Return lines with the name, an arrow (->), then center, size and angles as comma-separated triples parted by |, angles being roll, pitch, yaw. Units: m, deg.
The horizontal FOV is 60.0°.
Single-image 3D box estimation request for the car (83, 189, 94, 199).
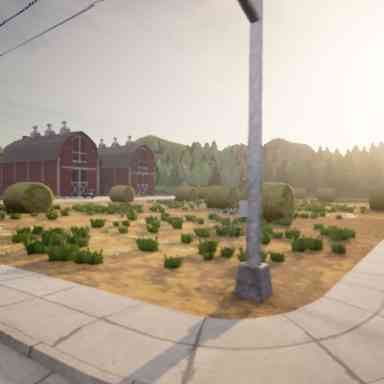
car -> -21.978, 0.401, 71.113 | 1.905, 1.878, 3.866 | 6, 1, -10
